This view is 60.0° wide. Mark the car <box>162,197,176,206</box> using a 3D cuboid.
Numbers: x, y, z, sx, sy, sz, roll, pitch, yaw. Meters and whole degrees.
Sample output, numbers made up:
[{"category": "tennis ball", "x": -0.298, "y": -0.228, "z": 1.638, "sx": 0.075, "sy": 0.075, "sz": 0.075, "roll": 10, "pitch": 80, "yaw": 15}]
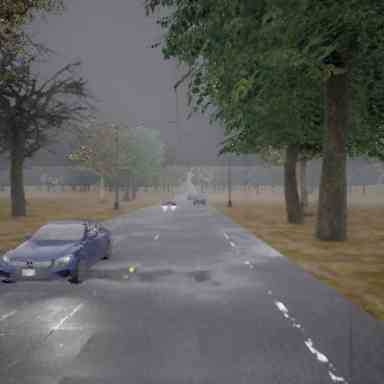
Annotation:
[{"category": "car", "x": -3.551, "y": 1.513, "z": 52.957, "sx": 1.994, "sy": 1.385, "sz": 4.181, "roll": 0, "pitch": 0, "yaw": 1}]

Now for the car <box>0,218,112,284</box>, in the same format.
[{"category": "car", "x": -3.599, "y": 1.528, "z": 9.677, "sx": 1.812, "sy": 1.442, "sz": 4.674, "roll": 0, "pitch": 0, "yaw": 0}]

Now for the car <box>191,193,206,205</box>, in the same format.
[{"category": "car", "x": 1.228, "y": 1.291, "z": 55.701, "sx": 2.097, "sy": 1.767, "sz": 4.553, "roll": 0, "pitch": 0, "yaw": 0}]

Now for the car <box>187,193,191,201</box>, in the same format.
[{"category": "car", "x": 0.004, "y": 1.039, "z": 75.040, "sx": 2.097, "sy": 1.767, "sz": 4.553, "roll": 0, "pitch": 0, "yaw": 0}]
